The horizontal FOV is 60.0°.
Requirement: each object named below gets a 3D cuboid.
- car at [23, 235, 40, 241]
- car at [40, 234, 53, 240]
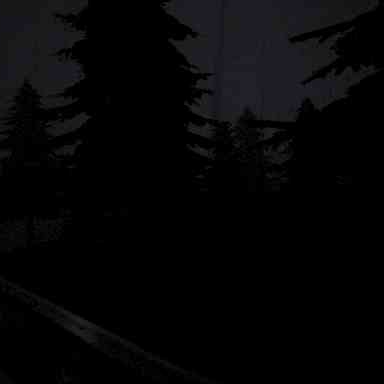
[{"bbox_3d":[-21.425,6.620,45.324,2.033,1.411,5.357,-2,-7,-10],"label":"car"},{"bbox_3d":[-17.600,6.187,43.192,2.033,1.411,5.357,-2,-7,-10],"label":"car"}]
